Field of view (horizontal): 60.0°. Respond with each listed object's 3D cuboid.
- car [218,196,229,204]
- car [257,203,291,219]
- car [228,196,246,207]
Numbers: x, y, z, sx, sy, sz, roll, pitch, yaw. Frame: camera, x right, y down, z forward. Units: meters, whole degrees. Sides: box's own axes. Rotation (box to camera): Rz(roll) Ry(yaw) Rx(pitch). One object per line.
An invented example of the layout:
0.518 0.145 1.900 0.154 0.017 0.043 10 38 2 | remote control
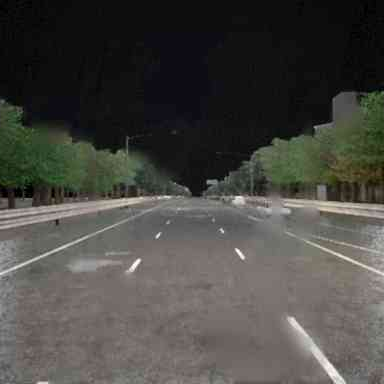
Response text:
7.054 1.577 67.232 2.128 1.511 4.902 0 0 0 | car
7.054 1.617 29.265 1.895 1.301 4.718 0 0 -1 | car
7.010 1.552 50.187 1.812 1.442 4.674 0 0 0 | car
